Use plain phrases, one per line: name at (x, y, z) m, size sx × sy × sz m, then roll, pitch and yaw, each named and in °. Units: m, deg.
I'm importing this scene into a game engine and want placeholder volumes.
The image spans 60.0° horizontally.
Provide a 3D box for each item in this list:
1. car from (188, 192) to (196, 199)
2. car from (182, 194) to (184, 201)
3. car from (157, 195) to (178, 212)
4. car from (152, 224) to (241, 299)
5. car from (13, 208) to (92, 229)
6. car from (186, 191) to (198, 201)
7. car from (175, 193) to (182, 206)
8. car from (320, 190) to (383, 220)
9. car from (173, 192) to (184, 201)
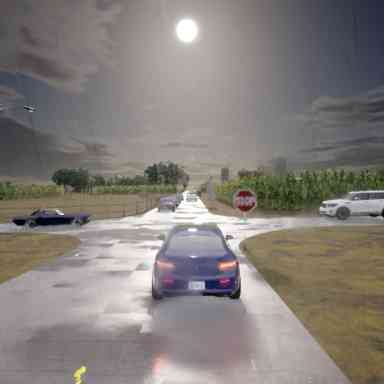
car at (-0.034, 0.818, 79.429) m, size 1.812 × 1.442 × 4.674 m, roll 0°, pitch 1°, yaw 0°
car at (-2.850, 1.320, 57.111) m, size 1.895 × 1.301 × 4.718 m, roll 0°, pitch 1°, yaw 0°
car at (-2.807, 1.386, 37.147) m, size 1.837 × 1.490 × 4.892 m, roll 0°, pitch 0°, yaw -2°
car at (0.089, 1.525, 8.308) m, size 1.812 × 1.442 × 4.674 m, roll 0°, pitch 0°, yaw 0°
car at (-9.167, 1.727, 22.320) m, size 4.718 × 1.301 × 1.895 m, roll -1°, pitch 0°, yaw -11°
car at (-0.030, 0.813, 69.038) m, size 2.150 × 2.045 × 5.566 m, roll 0°, pitch 1°, yaw 0°
car at (-2.862, 1.285, 46.971) m, size 1.882 × 1.535 × 5.008 m, roll 0°, pitch 0°, yaw 0°
car at (12.447, 0.933, 24.651) m, size 5.566 × 2.045 × 2.150 m, roll -1°, pitch 0°, yaw 0°
car at (-2.780, 0.942, 69.267) m, size 2.097 × 1.767 × 4.553 m, roll 0°, pitch 1°, yaw 0°
